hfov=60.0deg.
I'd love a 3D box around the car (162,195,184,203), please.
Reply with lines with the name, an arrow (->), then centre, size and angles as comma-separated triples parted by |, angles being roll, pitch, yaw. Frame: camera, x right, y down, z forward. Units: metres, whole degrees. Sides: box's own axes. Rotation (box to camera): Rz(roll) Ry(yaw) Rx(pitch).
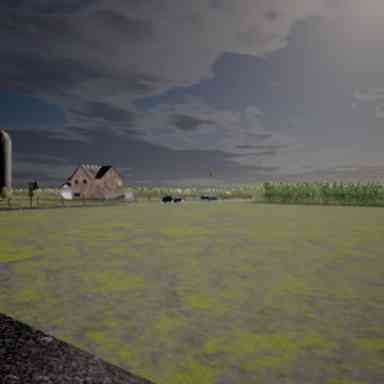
car -> -3.334, 1.261, 59.945 | 1.837, 1.490, 4.892 | 0, 0, 36

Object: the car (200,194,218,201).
car -> 3.669, 1.149, 69.846 | 2.128, 1.511, 4.902 | 0, 0, 35
